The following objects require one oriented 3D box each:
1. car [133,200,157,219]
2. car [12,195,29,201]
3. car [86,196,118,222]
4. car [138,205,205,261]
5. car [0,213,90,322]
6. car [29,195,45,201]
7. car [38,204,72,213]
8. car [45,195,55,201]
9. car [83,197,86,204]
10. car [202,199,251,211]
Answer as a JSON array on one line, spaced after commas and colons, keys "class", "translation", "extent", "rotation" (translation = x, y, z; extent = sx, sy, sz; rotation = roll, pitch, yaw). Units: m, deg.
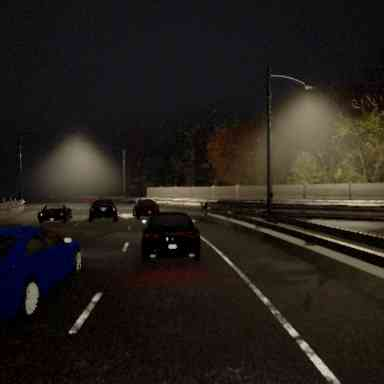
[{"class": "car", "translation": [-4.022, 1.437, 28.754], "extent": [1.882, 1.535, 5.008], "rotation": [0, 0, -15]}, {"class": "car", "translation": [-40.022, 1.418, 76.216], "extent": [5.357, 1.411, 2.033], "rotation": [0, 0, 42]}, {"class": "car", "translation": [-7.109, 1.331, 26.718], "extent": [2.097, 1.767, 4.553], "rotation": [0, 0, -15]}, {"class": "car", "translation": [-0.832, 1.458, 12.256], "extent": [1.882, 1.535, 5.008], "rotation": [0, 0, -6]}, {"class": "car", "translation": [-3.864, 1.480, 7.242], "extent": [1.882, 1.535, 5.008], "rotation": [0, 0, -4]}, {"class": "car", "translation": [-37.611, 1.402, 78.753], "extent": [5.357, 1.411, 2.033], "rotation": [0, 0, 42]}, {"class": "car", "translation": [-10.253, 1.596, 25.185], "extent": [1.895, 1.301, 4.718], "rotation": [0, 0, -14]}, {"class": "car", "translation": [-35.201, 1.372, 81.291], "extent": [4.902, 1.511, 2.128], "rotation": [0, 0, 42]}, {"class": "car", "translation": [-18.870, 1.397, 61.992], "extent": [1.882, 1.535, 5.008], "rotation": [0, 0, -33]}, {"class": "car", "translation": [3.049, 1.366, 30.762], "extent": [5.008, 1.535, 1.882], "rotation": [0, 1, 45]}]
